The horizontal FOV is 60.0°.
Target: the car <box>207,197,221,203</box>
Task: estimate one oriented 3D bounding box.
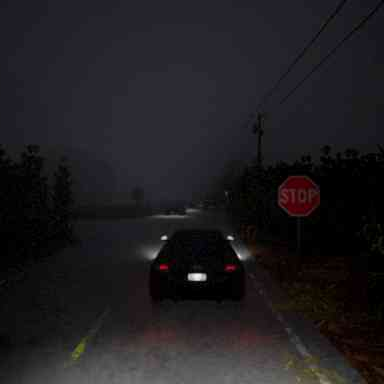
[{"bbox_3d":[5.012,1.827,75.377,1.994,1.385,4.181,0,0,-14],"label":"car"}]

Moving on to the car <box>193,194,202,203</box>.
[{"bbox_3d":[1.149,1.461,66.046,2.150,2.045,5.566,0,0,6],"label":"car"}]

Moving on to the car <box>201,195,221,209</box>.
[{"bbox_3d":[2.982,1.402,49.627,2.150,2.045,5.566,0,0,5],"label":"car"}]

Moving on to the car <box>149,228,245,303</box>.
[{"bbox_3d":[0.133,1.595,8.329,1.994,1.385,4.181,0,0,1],"label":"car"}]

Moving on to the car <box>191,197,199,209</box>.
[{"bbox_3d":[-0.466,1.780,49.161,1.895,1.301,4.718,0,0,5],"label":"car"}]

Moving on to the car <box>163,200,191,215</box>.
[{"bbox_3d":[-1.720,1.678,35.647,2.033,1.411,5.357,0,0,6],"label":"car"}]
